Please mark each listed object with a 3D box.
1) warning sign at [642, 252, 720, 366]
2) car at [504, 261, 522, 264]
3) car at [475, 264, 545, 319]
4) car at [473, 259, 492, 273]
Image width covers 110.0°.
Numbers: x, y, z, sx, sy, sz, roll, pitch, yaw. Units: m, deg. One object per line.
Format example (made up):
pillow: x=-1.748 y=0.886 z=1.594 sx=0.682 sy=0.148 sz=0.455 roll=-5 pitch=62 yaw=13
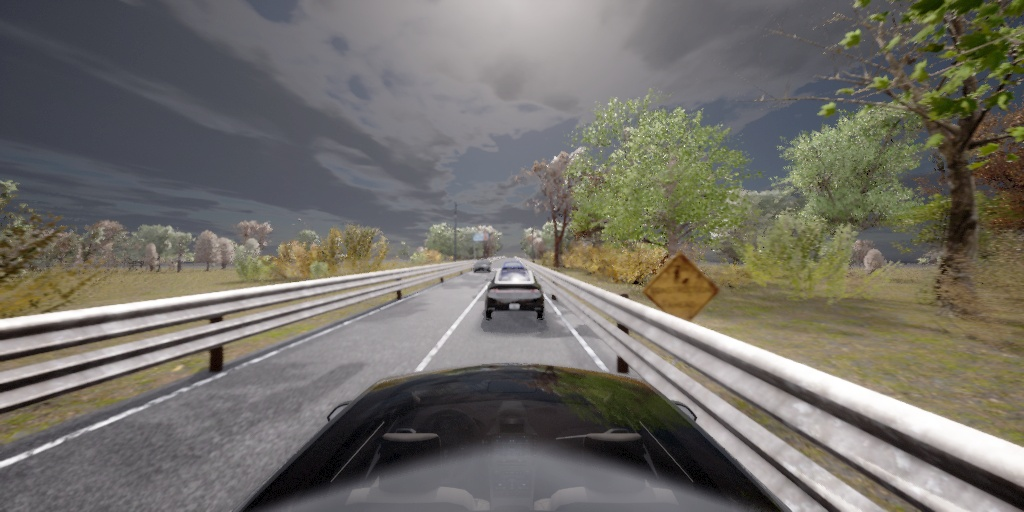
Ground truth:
warning sign: x=2.848 y=0.859 z=6.013 sx=1.300 sy=1.860 sz=1.060 roll=0 pitch=0 yaw=0
car: x=0.083 y=1.164 z=29.602 sx=1.882 sy=1.535 sz=5.008 roll=0 pitch=0 yaw=0
car: x=0.079 y=1.219 z=12.636 sx=2.128 sy=1.511 sz=4.902 roll=0 pitch=0 yaw=0
car: x=-3.340 y=1.163 z=41.419 sx=1.837 sy=1.490 sz=4.892 roll=0 pitch=0 yaw=0
